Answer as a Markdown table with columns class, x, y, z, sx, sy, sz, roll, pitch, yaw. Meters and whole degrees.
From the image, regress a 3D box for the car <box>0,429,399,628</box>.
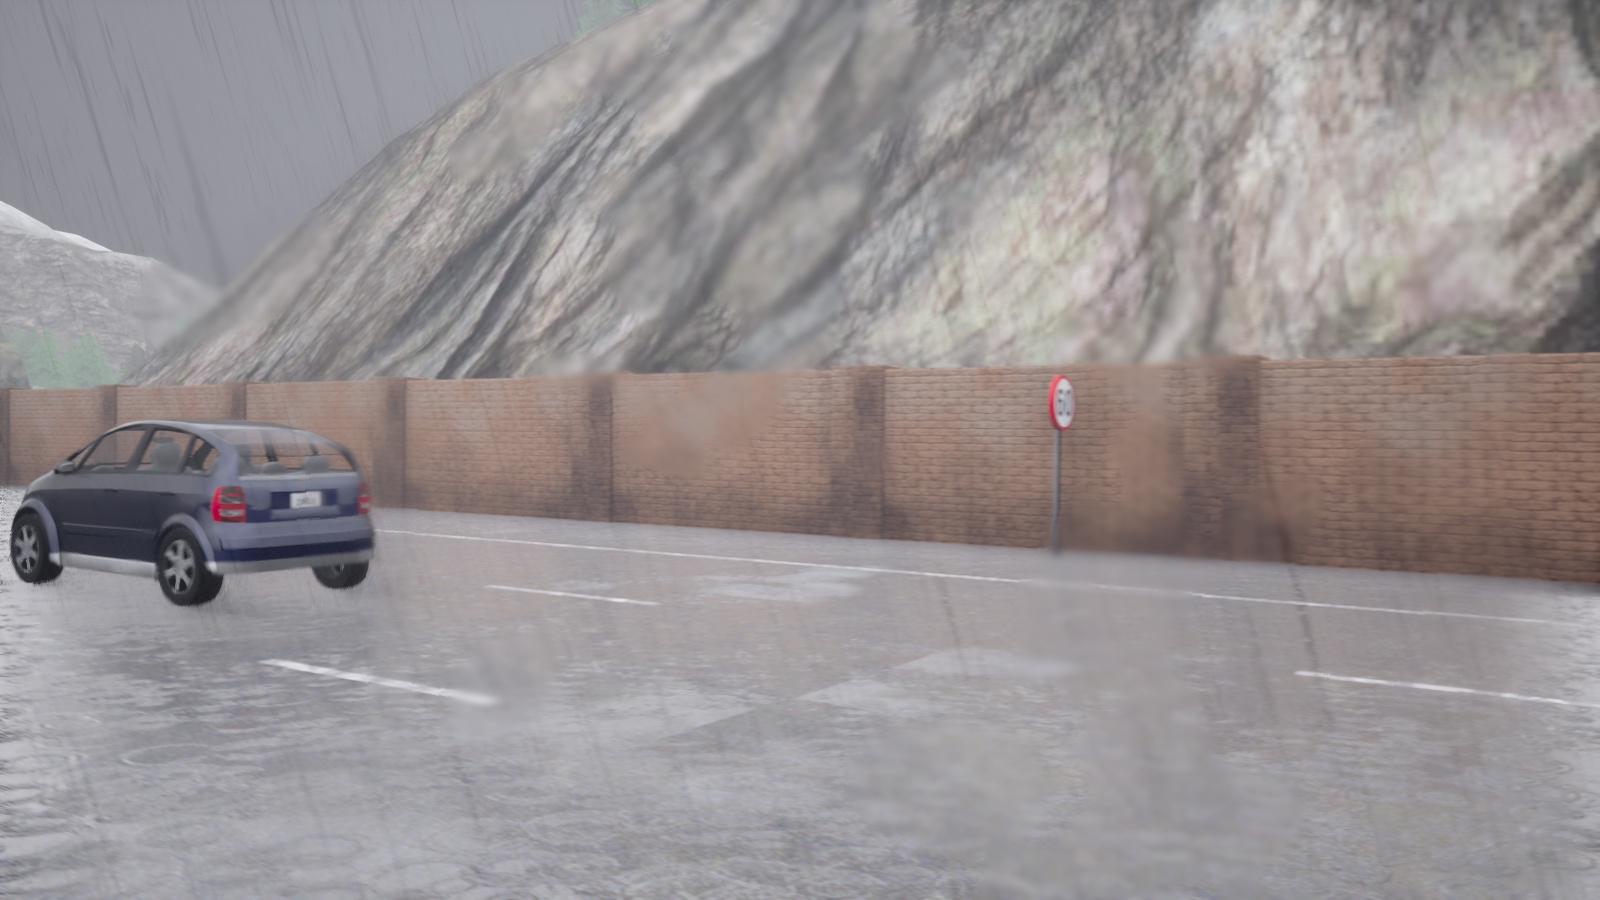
| class | x | y | z | sx | sy | sz | roll | pitch | yaw |
| --- | --- | --- | --- | --- | --- | --- | --- | --- | --- |
| car | -5.656 | 0.603 | 11.581 | 3.705 | 1.549 | 1.789 | 0 | 1 | 34 |
